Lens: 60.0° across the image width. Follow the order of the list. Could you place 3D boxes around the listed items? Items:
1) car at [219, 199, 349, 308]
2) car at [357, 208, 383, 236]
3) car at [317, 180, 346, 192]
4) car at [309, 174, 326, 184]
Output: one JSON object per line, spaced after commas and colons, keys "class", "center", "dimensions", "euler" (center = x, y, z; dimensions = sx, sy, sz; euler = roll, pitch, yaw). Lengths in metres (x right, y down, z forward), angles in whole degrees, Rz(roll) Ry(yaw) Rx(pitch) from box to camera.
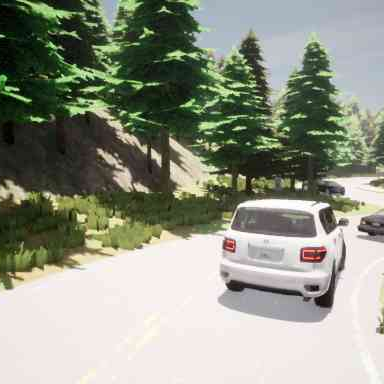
{"class": "car", "center": [2.552, 1.199, 8.370], "dimensions": [2.150, 2.045, 5.566], "euler": [3, 2, 27]}
{"class": "car", "center": [10.135, 1.412, 15.818], "dimensions": [5.357, 1.411, 2.033], "euler": [-1, 5, -32]}
{"class": "car", "center": [16.080, -0.557, 38.918], "dimensions": [1.882, 1.535, 5.008], "euler": [-1, 5, -2]}
{"class": "car", "center": [22.070, -2.327, 58.240], "dimensions": [1.882, 1.535, 5.008], "euler": [3, 6, 31]}
